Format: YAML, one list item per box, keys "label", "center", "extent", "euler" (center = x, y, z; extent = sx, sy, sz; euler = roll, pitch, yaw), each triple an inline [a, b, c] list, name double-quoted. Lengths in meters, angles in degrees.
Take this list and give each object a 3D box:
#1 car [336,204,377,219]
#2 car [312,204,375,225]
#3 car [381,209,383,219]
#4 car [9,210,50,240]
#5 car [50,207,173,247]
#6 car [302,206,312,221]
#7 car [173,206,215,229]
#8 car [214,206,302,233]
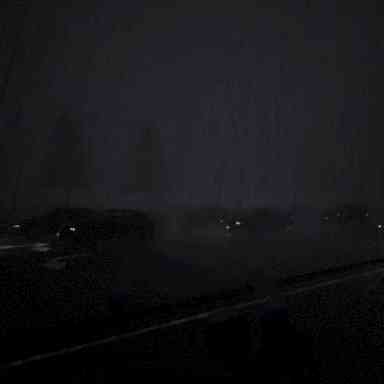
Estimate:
- label: "car"
  center: [17.066, 1.946, 34.469]
  extent: [4.181, 1.385, 1.994]
  euler: [1, 0, -35]
- label: "car"
  center: [12.270, 1.779, 26.835]
  extent: [4.902, 1.511, 2.128]
  euler: [1, 0, -35]
- label: "car"
  center: [20.512, 1.879, 32.598]
  extent: [5.008, 1.535, 1.882]
  euler: [1, 0, -35]
- label: "car"
  center: [-6.857, 1.555, 17.513]
  extent: [4.892, 1.490, 1.837]
  euler: [1, 0, -35]
- label: "car"
  center: [-3.662, 1.558, 15.490]
  extent: [4.902, 1.511, 2.128]
  euler: [1, 0, -35]
- label: "car"
  center: [8.863, 1.869, 28.702]
  extent: [4.718, 1.301, 1.895]
  euler: [1, 0, -35]
- label: "car"
  center: [1.075, 1.708, 23.165]
  extent: [5.357, 1.411, 2.033]
  euler: [1, 0, -35]
- label: "car"
  center: [4.275, 1.724, 21.151]
  extent: [5.357, 1.411, 2.033]
  euler: [1, 0, -35]
